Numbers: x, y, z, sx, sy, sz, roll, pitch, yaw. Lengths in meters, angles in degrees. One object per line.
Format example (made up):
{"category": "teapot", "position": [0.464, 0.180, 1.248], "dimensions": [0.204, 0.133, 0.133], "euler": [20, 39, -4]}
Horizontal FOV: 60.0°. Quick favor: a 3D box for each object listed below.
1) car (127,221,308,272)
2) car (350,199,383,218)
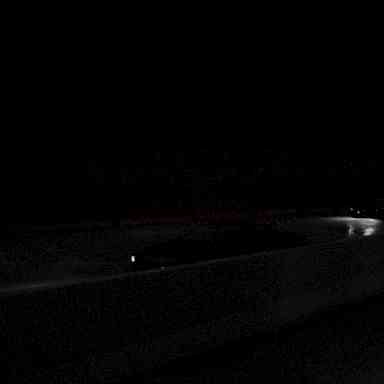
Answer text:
{"category": "car", "position": [1.020, 1.520, 9.077], "dimensions": [5.357, 1.411, 2.033], "euler": [0, 0, -36]}
{"category": "car", "position": [15.326, 1.365, 28.156], "dimensions": [4.892, 1.490, 1.837], "euler": [0, 0, -36]}
